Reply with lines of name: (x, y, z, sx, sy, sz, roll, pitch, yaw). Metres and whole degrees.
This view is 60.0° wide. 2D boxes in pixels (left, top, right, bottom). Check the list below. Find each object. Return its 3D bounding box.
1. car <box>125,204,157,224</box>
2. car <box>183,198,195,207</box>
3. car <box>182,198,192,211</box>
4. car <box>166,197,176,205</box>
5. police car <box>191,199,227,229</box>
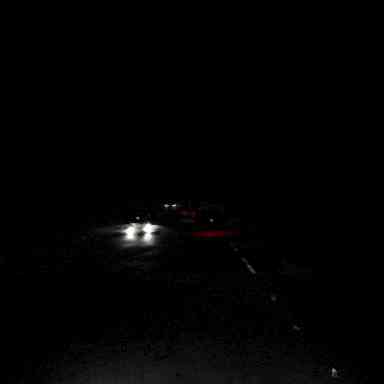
car: (-3.719, 1.605, 24.795, 1.994, 1.385, 4.181, 0, 0, -1)
car: (-0.554, 1.764, 56.505, 1.994, 1.385, 4.181, 0, 0, -1)
car: (-0.308, 1.609, 43.357, 2.128, 1.511, 4.902, 0, 0, -1)
car: (-4.290, 1.801, 66.715, 1.812, 1.442, 4.674, 0, 0, -1)
police car: (1.133, 1.457, 22.046, 1.930, 1.638, 5.238, 0, 0, 0)
